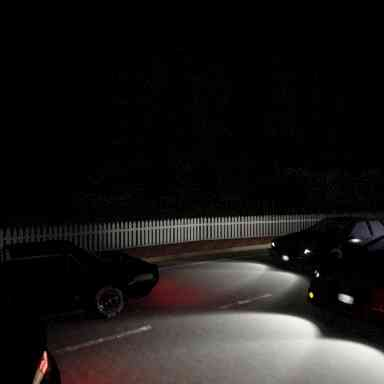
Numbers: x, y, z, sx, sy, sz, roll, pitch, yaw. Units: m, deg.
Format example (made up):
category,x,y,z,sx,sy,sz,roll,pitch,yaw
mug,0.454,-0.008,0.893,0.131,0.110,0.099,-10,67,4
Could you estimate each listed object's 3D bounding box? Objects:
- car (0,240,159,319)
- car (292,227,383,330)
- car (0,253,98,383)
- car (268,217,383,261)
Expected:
category,x,y,z,sx,sy,sz,roll,pitch,yaw
car,-3.071,1.601,5.871,4.718,1.301,1.895,0,0,-34
car,4.238,1.564,6.432,4.181,1.385,1.994,0,0,-30
car,-3.228,1.492,1.564,4.902,1.511,2.128,0,0,-35
car,5.130,1.547,10.952,5.357,1.411,2.033,0,0,-26
